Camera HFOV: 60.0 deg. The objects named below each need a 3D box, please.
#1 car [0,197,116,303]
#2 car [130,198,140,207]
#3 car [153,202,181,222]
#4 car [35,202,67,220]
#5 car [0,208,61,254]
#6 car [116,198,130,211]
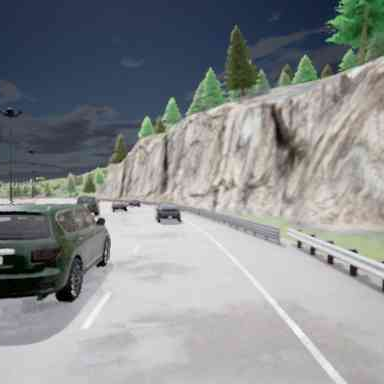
[{"bbox_3d":[-3.586,1.287,8.451,2.150,2.045,5.566,0,0,-4],"label":"car"},{"bbox_3d":[-10.314,1.787,57.417,2.128,1.511,4.902,0,0,-21],"label":"car"},{"bbox_3d":[-2.075,1.619,27.258,1.837,1.490,4.892,1,0,-10],"label":"car"},{"bbox_3d":[-13.774,1.793,32.796,2.033,1.411,5.357,0,0,-13],"label":"car"},{"bbox_3d":[-7.701,1.604,15.241,1.882,1.535,5.008,0,0,-5],"label":"car"},{"bbox_3d":[-9.784,1.847,44.556,1.895,1.301,4.718,0,0,-16],"label":"car"}]
